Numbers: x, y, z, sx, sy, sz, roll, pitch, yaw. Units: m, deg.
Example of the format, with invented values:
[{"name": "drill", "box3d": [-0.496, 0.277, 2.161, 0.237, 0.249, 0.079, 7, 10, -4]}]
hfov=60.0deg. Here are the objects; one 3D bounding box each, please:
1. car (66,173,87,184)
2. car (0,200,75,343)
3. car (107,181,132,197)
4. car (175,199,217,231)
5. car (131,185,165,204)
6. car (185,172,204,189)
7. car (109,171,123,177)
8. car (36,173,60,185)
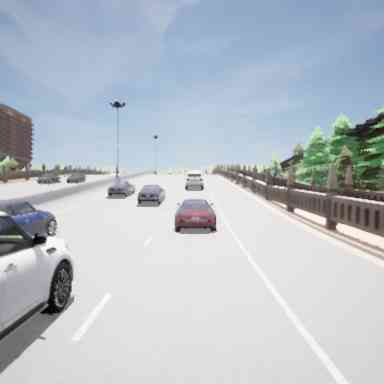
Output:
[{"name": "car", "box3d": [-17.282, -2.071, 49.913, 1.837, 1.490, 4.892, 0, 6, 1]}, {"name": "car", "box3d": [-3.389, 1.193, 4.225, 2.150, 2.045, 5.566, 0, 1, 0]}, {"name": "car", "box3d": [-6.762, -0.368, 32.203, 2.033, 1.411, 5.357, 0, 5, 1]}, {"name": "car", "box3d": [0.173, 1.019, 16.716, 1.994, 1.385, 4.181, 0, 4, 0]}, {"name": "car", "box3d": [-3.270, 0.106, 27.151, 2.033, 1.411, 5.357, 0, 5, 0]}, {"name": "car", "box3d": [0.308, -1.523, 40.945, 2.150, 2.045, 5.566, 0, 6, 0]}, {"name": "car", "box3d": [-13.682, -3.016, 60.144, 1.812, 1.442, 4.674, 0, 5, -3]}, {"name": "car", "box3d": [-20.801, -1.924, 48.364, 1.837, 1.490, 4.892, 0, 6, 1]}]
